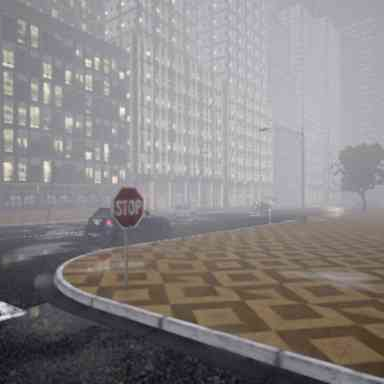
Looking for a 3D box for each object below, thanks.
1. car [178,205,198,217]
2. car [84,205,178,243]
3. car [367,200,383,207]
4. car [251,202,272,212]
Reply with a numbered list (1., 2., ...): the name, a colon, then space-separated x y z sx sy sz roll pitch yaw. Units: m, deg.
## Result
1. car: -1.477 2.058 35.769 1.895 1.301 4.718 0 -1 36
2. car: -3.097 1.483 16.971 2.097 1.767 4.553 0 -1 36
3. car: 46.114 3.039 83.749 1.994 1.385 4.181 0 -1 36
4. car: 10.970 2.297 52.495 2.128 1.511 4.902 0 -1 36
